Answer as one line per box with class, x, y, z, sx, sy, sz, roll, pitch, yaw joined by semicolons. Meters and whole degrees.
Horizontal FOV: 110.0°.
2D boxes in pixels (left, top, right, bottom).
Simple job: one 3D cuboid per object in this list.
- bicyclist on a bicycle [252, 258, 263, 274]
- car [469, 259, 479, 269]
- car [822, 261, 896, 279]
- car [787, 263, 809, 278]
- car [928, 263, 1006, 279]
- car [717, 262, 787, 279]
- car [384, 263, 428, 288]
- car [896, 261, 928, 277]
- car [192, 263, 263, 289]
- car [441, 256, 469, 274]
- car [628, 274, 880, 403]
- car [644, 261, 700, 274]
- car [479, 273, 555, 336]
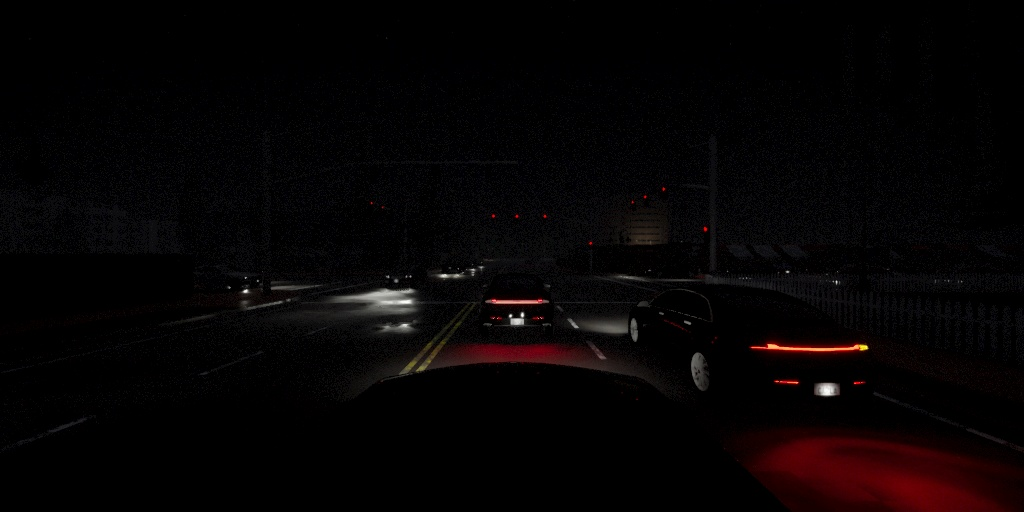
bicyclist on a bicycle;-26.161;1.051;36.892;0.582;1.620;1.656;0;0;-3
car;-6.739;1.256;56.486;1.837;1.490;4.892;0;0;1
car;28.887;1.276;30.231;4.674;1.442;1.812;0;0;-1
car;24.672;1.297;33.663;5.357;1.411;2.033;0;0;-1
car;38.886;1.276;30.411;4.674;1.442;1.812;0;0;-1
car;19.627;1.241;30.067;4.902;1.511;2.128;0;0;-1
car;-6.961;1.241;24.055;2.128;1.511;4.902;0;0;0
car;36.692;1.242;33.876;4.902;1.511;2.128;0;0;-1
car;-18.154;1.276;22.300;4.674;1.442;1.812;0;0;0
car;-6.842;0.971;42.324;2.150;2.045;5.566;0;0;0
car;3.589;1.255;6.467;1.837;1.490;4.892;0;0;1
car;14.933;1.255;33.545;4.892;1.490;1.837;0;0;1
car;0.134;1.242;10.372;2.128;1.511;4.902;0;0;0
